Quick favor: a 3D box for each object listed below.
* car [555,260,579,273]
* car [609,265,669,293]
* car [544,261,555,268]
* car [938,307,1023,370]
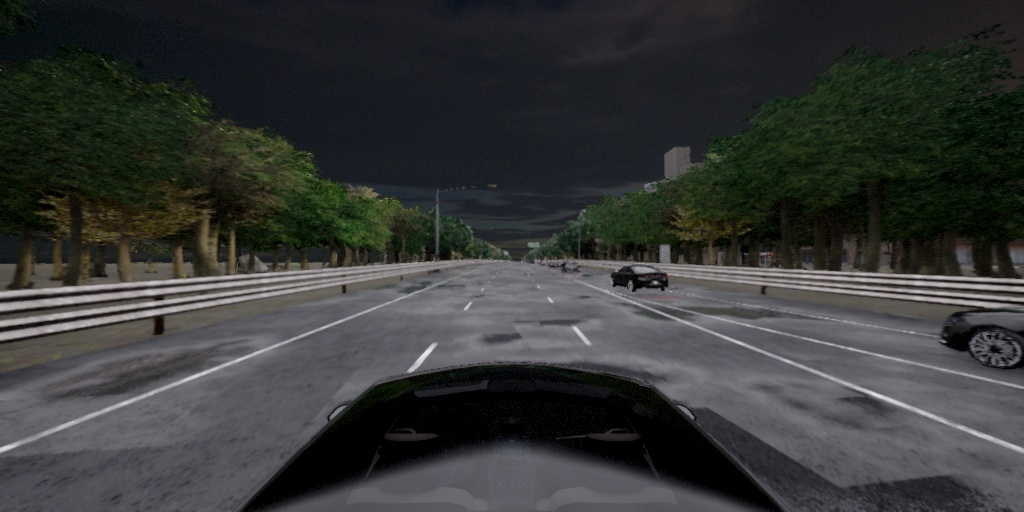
[{"bbox_3d":[6.998,1.266,44.110,2.128,1.511,4.902,0,0,0],"label":"car"},{"bbox_3d":[7.358,1.245,21.288,1.882,1.535,5.008,0,0,-4],"label":"car"},{"bbox_3d":[7.031,1.419,60.398,1.895,1.301,4.718,0,0,0],"label":"car"},{"bbox_3d":[9.776,1.264,5.125,2.128,1.511,4.902,0,0,-13],"label":"car"}]
